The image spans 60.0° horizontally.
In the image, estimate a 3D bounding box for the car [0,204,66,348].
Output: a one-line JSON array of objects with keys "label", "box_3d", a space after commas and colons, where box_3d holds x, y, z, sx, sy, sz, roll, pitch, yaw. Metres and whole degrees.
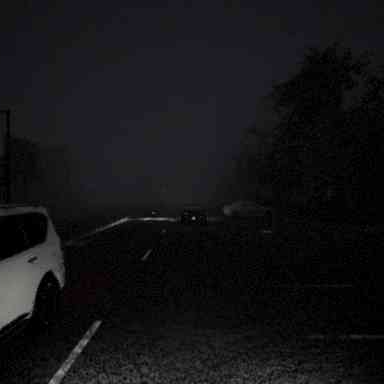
[{"label": "car", "box_3d": [-3.349, 1.221, 3.827, 2.150, 2.045, 5.566, 0, 0, 0]}]

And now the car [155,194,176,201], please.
[{"label": "car", "box_3d": [-7.544, 1.775, 88.092, 5.366, 1.575, 1.946, 0, -1, 0]}]

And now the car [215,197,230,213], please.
[{"label": "car", "box_3d": [5.099, 1.528, 32.702, 5.008, 1.535, 2.097, 0, 0, 0]}]

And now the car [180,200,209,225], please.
[{"label": "car", "box_3d": [0.107, 1.559, 24.316, 1.812, 1.442, 4.674, 0, 0, 0]}]

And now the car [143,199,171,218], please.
[{"label": "car", "box_3d": [-3.326, 1.609, 30.731, 1.994, 1.385, 4.181, 0, 0, 0]}]

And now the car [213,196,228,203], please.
[{"label": "car", "box_3d": [5.089, 1.535, 35.975, 4.892, 1.521, 2.231, 0, 0, 0]}]

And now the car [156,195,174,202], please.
[{"label": "car", "box_3d": [-7.353, 1.708, 91.014, 4.553, 1.767, 2.185, 0, -1, 0]}]

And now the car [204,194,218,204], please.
[{"label": "car", "box_3d": [5.132, 1.458, 63.587, 4.553, 1.767, 2.185, 0, 0, 0]}]

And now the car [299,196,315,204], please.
[{"label": "car", "box_3d": [19.394, 1.252, 51.958, 5.008, 1.535, 1.882, -1, -3, 0]}]

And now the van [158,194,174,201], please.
[{"label": "van", "box_3d": [-7.294, 1.678, 94.053, 4.442, 1.987, 1.878, 0, -1, 0]}]

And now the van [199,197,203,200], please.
[{"label": "van", "box_3d": [4.797, 1.545, 87.554, 4.442, 1.987, 1.878, 0, -1, 0]}]

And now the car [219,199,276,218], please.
[{"label": "car", "box_3d": [5.090, 1.563, 29.553, 4.674, 1.452, 2.002, 0, 0, 0]}]

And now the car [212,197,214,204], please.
[{"label": "car", "box_3d": [5.092, 1.580, 39.251, 4.674, 1.452, 2.002, 0, 0, 0]}]

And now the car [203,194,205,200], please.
[{"label": "car", "box_3d": [5.060, 1.631, 66.757, 4.674, 1.452, 2.002, 0, 0, 0]}]
